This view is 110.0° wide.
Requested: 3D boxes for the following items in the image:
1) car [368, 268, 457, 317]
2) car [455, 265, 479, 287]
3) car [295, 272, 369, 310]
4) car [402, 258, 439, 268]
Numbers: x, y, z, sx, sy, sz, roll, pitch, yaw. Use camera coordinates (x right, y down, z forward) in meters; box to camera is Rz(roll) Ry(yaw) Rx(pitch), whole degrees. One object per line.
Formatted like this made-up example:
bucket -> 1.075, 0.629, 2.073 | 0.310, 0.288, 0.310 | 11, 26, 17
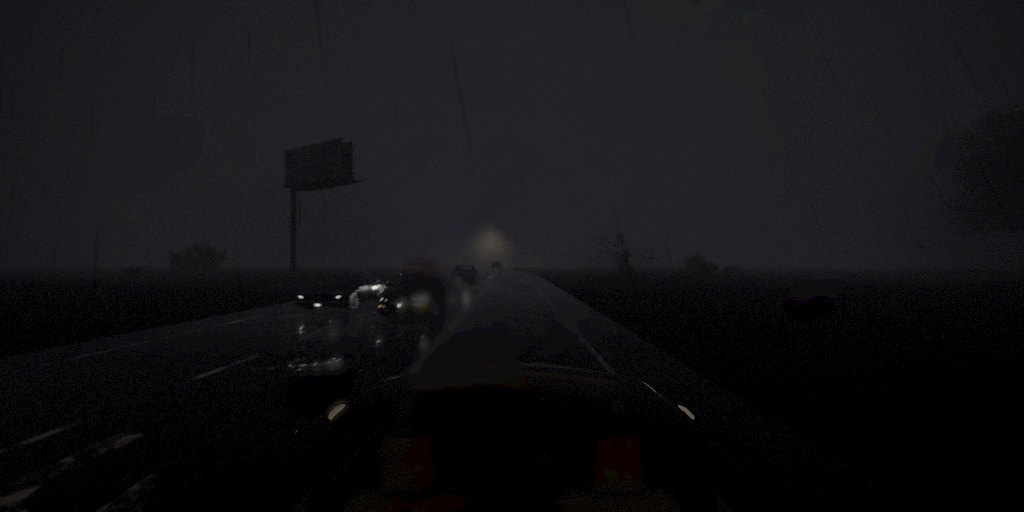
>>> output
car -> -3.540, 1.360, 13.843 | 1.837, 1.490, 4.892 | 0, -1, 1
car -> -3.541, 1.454, 26.723 | 2.128, 1.511, 4.902 | 0, 0, 0
car -> -7.019, 1.416, 15.622 | 2.033, 1.411, 5.357 | 0, -1, 0
car -> -7.037, 1.193, 27.724 | 2.150, 2.045, 5.566 | 0, -1, 0
